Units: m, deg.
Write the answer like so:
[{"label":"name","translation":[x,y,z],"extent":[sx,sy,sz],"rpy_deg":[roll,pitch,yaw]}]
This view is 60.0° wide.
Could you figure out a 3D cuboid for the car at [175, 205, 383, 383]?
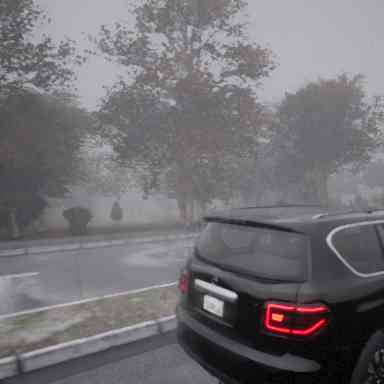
[{"label":"car","translation":[2.405,1.210,4.832],"extent":[5.566,2.045,2.150],"rpy_deg":[0,0,-35]}]
